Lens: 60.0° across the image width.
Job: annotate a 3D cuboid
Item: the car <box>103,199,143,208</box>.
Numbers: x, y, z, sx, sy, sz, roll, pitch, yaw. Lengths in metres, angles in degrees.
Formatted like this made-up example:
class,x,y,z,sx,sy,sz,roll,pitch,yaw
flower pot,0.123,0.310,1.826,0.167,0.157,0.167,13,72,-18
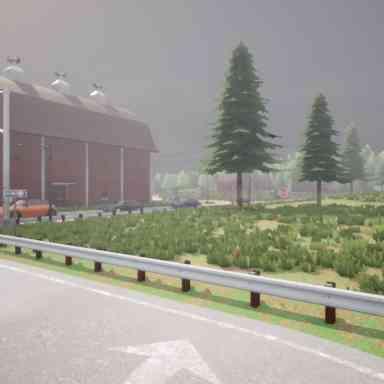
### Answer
class,x,y,z,sx,sy,sz,roll,pitch,yaw
car,-7.309,1.538,35.390,1.837,1.490,4.892,0,0,37

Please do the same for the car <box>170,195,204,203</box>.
class,x,y,z,sx,sy,sz,roll,pitch,yaw
car,-0.858,1.539,44.087,1.837,1.490,4.892,0,0,37

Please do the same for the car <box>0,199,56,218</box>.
class,x,y,z,sx,sy,sz,roll,pitch,yaw
car,-13.482,1.385,27.057,2.097,1.767,4.553,0,0,37

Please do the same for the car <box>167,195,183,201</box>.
class,x,y,z,sx,sy,sz,roll,pitch,yaw
car,-4.257,1.545,85.466,1.816,1.474,4.193,0,0,36

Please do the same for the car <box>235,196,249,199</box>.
class,x,y,z,sx,sy,sz,roll,pitch,yaw
car,8.378,1.476,56.402,1.812,1.442,4.674,0,0,37
